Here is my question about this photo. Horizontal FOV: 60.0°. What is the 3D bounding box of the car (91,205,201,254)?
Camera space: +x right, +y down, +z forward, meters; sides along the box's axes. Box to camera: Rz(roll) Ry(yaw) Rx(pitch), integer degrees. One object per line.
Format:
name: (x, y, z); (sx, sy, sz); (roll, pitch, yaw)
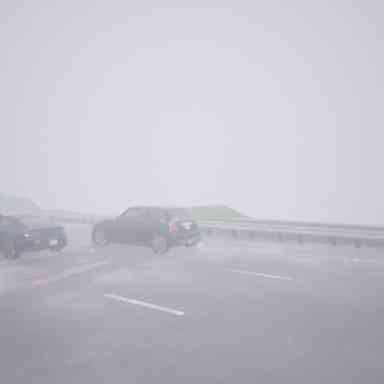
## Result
car: (-1.962, 1.322, 13.515); (4.553, 1.767, 2.097); (0, 0, 33)

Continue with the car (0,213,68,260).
car: (-6.575, 1.501, 12.279); (4.674, 1.442, 1.812); (0, 0, 32)
